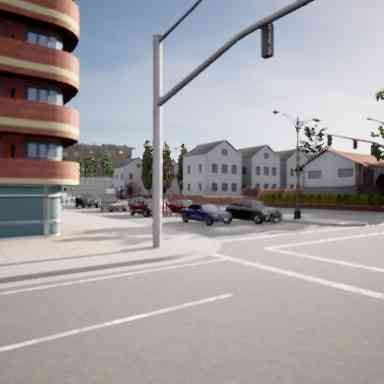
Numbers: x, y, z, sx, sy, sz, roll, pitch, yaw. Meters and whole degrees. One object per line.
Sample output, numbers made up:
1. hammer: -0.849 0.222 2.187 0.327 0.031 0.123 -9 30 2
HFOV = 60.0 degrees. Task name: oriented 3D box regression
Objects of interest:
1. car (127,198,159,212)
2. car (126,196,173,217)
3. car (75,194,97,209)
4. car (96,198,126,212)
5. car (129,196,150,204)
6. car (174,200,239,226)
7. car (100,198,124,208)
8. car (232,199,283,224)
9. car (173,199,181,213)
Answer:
1. car: -6.035 1.522 40.219 1.837 1.490 4.892 0 0 -35
2. car: -4.047 1.366 31.155 2.097 1.767 4.553 0 0 -34
3. car: -14.880 1.235 46.927 2.150 2.045 5.566 0 0 -34
4. car: -9.138 1.615 38.556 1.895 1.301 4.718 0 0 -34
5. car: -10.667 1.575 67.394 2.033 1.411 5.357 0 0 -35
6. car: 0.935 1.539 23.949 1.812 1.442 4.674 0 0 -35
7. car: -11.703 1.581 48.478 1.994 1.385 4.181 0 0 -35
8. car: 4.572 1.369 24.837 2.097 1.767 4.553 0 0 -35
9. car: -0.667 1.495 32.421 1.882 1.535 5.008 0 0 -35
